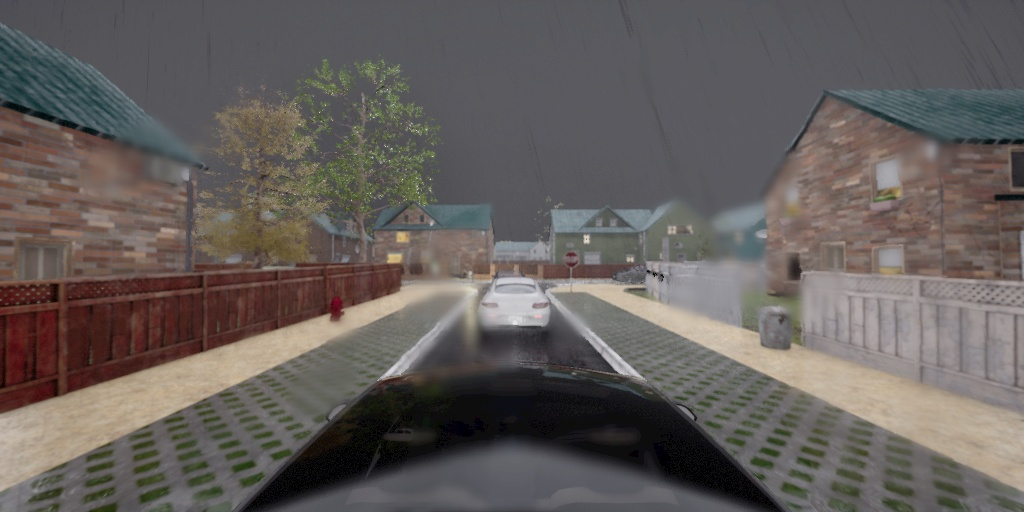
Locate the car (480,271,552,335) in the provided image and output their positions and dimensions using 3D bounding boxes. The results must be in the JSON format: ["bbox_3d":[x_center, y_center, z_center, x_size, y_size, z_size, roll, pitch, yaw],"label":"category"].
[{"bbox_3d":[0.091,1.326,10.584,1.812,1.442,4.674,0,-1,0],"label":"car"}]

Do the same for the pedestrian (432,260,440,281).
[{"bbox_3d":[-6.737,1.275,31.637,0.375,1.860,0.375,0,-1,1],"label":"pedestrian"}]

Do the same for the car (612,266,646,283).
[{"bbox_3d":[10.119,1.452,28.512,4.181,1.385,1.994,-1,-2,1],"label":"car"}]
